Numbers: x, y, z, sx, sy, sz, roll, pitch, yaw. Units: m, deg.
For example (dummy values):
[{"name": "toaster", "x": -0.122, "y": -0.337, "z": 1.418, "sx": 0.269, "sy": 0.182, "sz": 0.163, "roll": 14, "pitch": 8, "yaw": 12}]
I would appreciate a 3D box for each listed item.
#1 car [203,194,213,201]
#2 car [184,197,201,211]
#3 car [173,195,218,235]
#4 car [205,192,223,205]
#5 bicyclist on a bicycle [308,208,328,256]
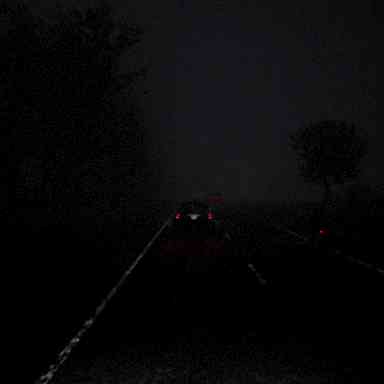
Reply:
[{"name": "car", "x": 3.500, "y": 1.156, "z": 73.682, "sx": 1.812, "sy": 1.442, "sz": 4.674, "roll": 0, "pitch": 0, "yaw": 0}, {"name": "car", "x": 0.100, "y": 1.312, "z": 38.204, "sx": 1.837, "sy": 1.490, "sz": 4.892, "roll": 0, "pitch": 0, "yaw": 0}, {"name": "car", "x": 0.099, "y": 1.258, "z": 18.295, "sx": 2.097, "sy": 1.767, "sz": 4.553, "roll": 0, "pitch": 0, "yaw": 0}, {"name": "car", "x": 3.597, "y": 0.957, "z": 52.658, "sx": 2.150, "sy": 2.045, "sz": 5.566, "roll": 0, "pitch": 0, "yaw": 0}, {"name": "bicyclist on a bicycle", "x": 4.467, "y": 1.392, "z": 11.804, "sx": 0.582, "sy": 1.620, "sz": 1.656, "roll": 0, "pitch": 0, "yaw": 0}]
